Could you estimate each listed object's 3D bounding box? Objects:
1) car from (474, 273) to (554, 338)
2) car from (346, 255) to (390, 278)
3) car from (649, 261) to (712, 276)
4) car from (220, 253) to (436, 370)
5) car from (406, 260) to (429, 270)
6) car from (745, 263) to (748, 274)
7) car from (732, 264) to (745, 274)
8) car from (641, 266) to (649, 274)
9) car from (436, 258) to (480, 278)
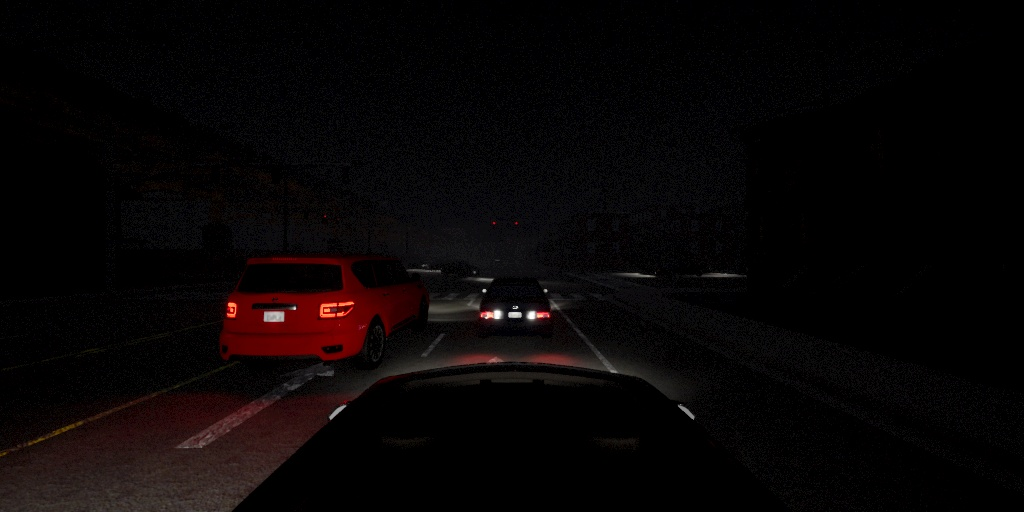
[{"bbox_3d":[0.081,1.297,10.130,2.033,1.411,5.357,0,0,0],"label":"car"},{"bbox_3d":[-14.102,0.971,35.626,2.150,2.045,5.566,0,0,0],"label":"car"},{"bbox_3d":[16.992,1.297,35.895,5.357,1.411,2.033,0,0,0],"label":"car"},{"bbox_3d":[-3.427,0.971,7.877,2.150,2.045,5.566,0,0,0],"label":"car"},{"bbox_3d":[-14.100,1.297,53.742,2.033,1.411,5.357,0,0,0],"label":"car"},{"bbox_3d":[26.548,1.351,35.889,4.718,1.301,1.895,0,0,0],"label":"car"},{"bbox_3d":[26.825,1.255,39.386,4.892,1.490,1.837,0,0,0],"label":"car"},{"bbox_3d":[17.097,1.297,39.380,5.357,1.411,2.033,0,0,2],"label":"car"},{"bbox_3d":[-5.048,1.241,34.730,2.128,1.511,4.902,0,0,-41],"label":"car"}]
